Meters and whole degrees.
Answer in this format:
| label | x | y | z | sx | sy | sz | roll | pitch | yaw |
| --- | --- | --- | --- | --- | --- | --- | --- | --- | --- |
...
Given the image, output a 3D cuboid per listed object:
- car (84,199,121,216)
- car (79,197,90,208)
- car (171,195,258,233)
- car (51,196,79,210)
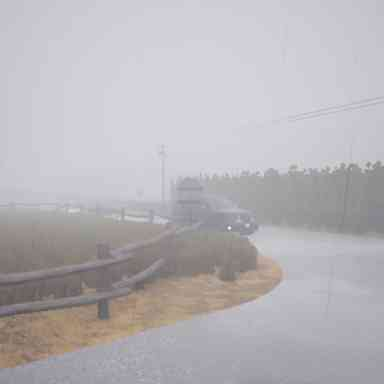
| label | x | y | z | sx | sy | sz | roll | pitch | yaw |
| --- | --- | --- | --- | --- | --- | --- | --- | --- | --- |
| car | -7.986 | 1.600 | 30.559 | 1.895 | 1.301 | 4.718 | 0 | 0 | -35 |
| car | -15.434 | 1.490 | 46.884 | 2.128 | 1.511 | 4.902 | 0 | 0 | -36 |
| car | 1.006 | 1.218 | 17.906 | 2.150 | 2.045 | 5.566 | 0 | 0 | -36 |
| car | -16.517 | 1.350 | 42.636 | 2.097 | 1.767 | 4.553 | 0 | 0 | -35 |
